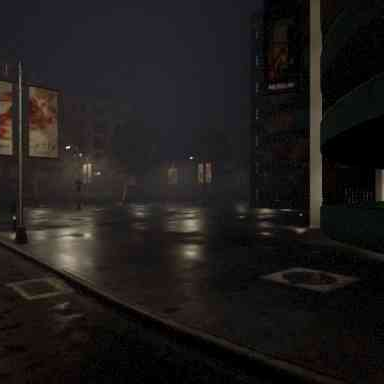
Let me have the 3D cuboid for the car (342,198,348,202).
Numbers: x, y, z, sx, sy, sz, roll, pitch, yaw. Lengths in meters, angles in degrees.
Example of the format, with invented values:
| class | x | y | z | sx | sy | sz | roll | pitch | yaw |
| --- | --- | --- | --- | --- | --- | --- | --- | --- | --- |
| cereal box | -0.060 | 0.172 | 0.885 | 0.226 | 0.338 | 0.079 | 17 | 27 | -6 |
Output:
| class | x | y | z | sx | sy | sz | roll | pitch | yaw |
| --- | --- | --- | --- | --- | --- | --- | --- | --- | --- |
| car | 22.136 | 1.413 | 51.046 | 4.786 | 1.482 | 2.161 | 0 | 0 | -41 |

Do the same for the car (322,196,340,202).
| class | x | y | z | sx | sy | sz | roll | pitch | yaw |
| --- | --- | --- | --- | --- | --- | --- | --- | --- | --- |
| car | 15.593 | 1.320 | 39.958 | 4.674 | 1.452 | 2.002 | 0 | 0 | -41 |
